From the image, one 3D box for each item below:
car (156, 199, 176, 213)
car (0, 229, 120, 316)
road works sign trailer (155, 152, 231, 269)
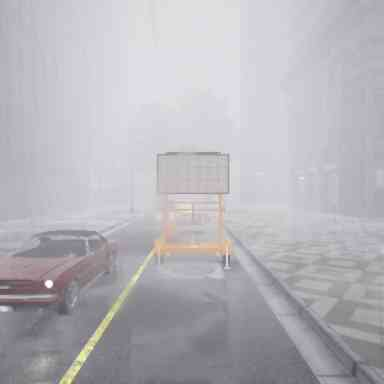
[{"bbox_3d":[-2.887,1.531,37.843,1.837,1.490,4.892,0,0,0],"label":"car"},{"bbox_3d":[-3.078,1.602,7.639,1.895,1.301,4.718,0,0,0],"label":"car"},{"bbox_3d":[0.035,0.466,11.139,2.380,3.560,2.880,0,0,0],"label":"road works sign trailer"}]
